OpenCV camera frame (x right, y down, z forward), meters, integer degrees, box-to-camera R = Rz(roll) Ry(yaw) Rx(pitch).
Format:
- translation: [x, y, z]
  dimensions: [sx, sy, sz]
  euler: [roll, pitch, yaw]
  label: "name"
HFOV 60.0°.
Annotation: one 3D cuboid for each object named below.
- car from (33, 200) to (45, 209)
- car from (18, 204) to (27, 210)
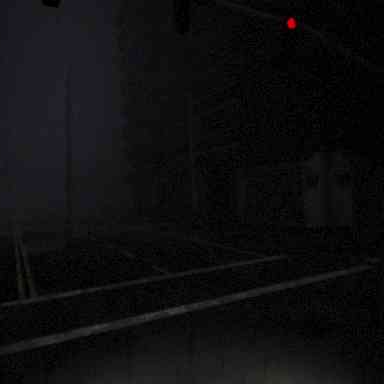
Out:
- translation: [-35.280, 2.791, 76.808]
  dimensions: [2.150, 2.045, 5.566]
  euler: [-3, 0, -28]
  label: "car"
- translation: [-38.335, 3.315, 75.141]
  dimensions: [1.895, 1.301, 4.718]
  euler: [-3, 0, -28]
  label: "car"
